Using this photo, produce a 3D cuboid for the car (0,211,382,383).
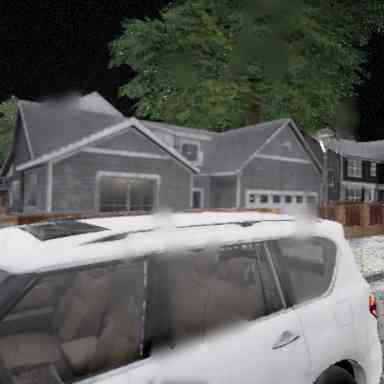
[{"bbox_3d":[-0.796,1.226,2.472,5.566,2.045,2.150,0,0,-35],"label":"car"}]
